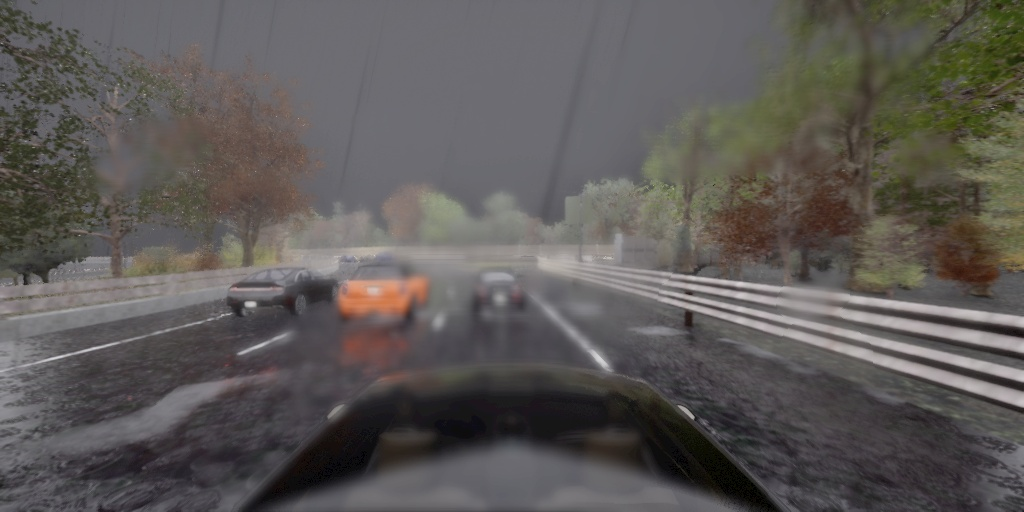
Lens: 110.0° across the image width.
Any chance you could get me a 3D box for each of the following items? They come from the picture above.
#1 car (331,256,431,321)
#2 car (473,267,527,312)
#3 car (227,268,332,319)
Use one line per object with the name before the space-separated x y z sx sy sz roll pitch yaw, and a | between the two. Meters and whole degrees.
car | -4.096 1.009 12.303 2.097 1.767 4.553 0 1 -5
car | -0.504 1.150 13.512 1.812 1.442 4.674 0 1 -4
car | -7.633 1.166 12.581 2.128 1.511 4.902 0 1 -6
